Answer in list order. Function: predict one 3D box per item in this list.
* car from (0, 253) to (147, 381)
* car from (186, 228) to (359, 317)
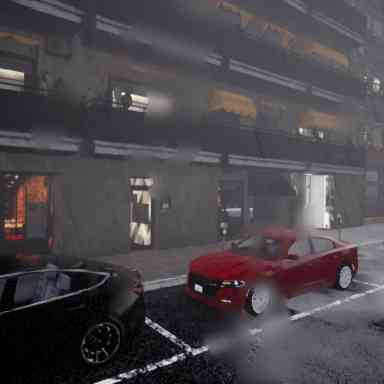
[{"bbox_3d":[-2.663,1.566,4.191,4.313,1.339,1.947,0,1,-36],"label":"car"},{"bbox_3d":[1.953,1.546,7.485,4.507,1.381,1.887,0,1,-36],"label":"car"}]
